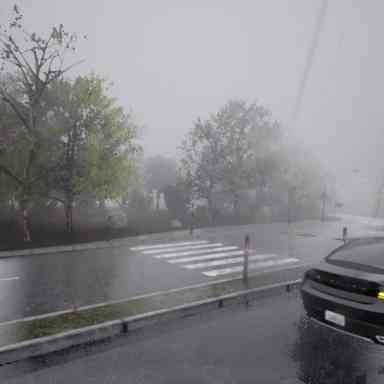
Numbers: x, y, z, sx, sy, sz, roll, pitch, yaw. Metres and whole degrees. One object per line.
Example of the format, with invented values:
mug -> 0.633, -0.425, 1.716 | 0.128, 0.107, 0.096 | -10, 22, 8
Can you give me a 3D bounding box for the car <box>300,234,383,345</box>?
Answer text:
car -> 4.063, 1.522, 5.952 | 4.892, 1.490, 1.837 | 0, 0, -32
